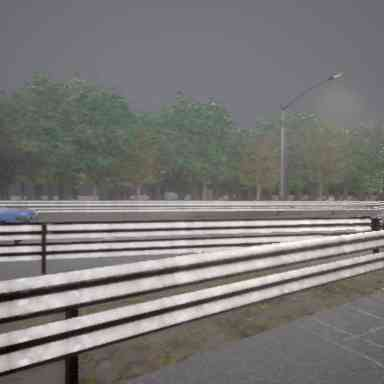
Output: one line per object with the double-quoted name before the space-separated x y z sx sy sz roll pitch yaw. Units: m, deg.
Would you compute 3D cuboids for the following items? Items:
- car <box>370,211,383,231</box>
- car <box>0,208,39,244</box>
"car" 12.081 1.583 18.679 4.181 1.385 1.994 1 0 -18
"car" -8.494 1.012 11.988 5.566 2.045 2.150 1 0 -18
